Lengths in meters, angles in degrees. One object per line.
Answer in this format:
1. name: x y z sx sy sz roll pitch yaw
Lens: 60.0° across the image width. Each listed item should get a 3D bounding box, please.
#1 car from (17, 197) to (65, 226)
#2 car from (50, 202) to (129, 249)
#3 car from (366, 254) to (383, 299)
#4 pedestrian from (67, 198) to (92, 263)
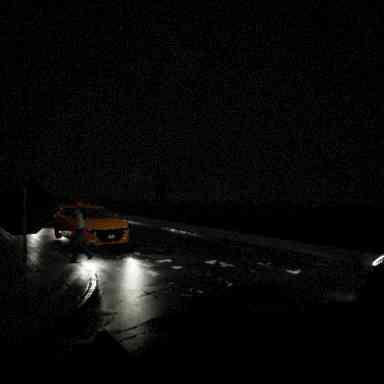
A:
1. car: -9.959 1.177 21.664 1.882 1.535 5.008 1 0 -36
2. car: -4.346 1.300 13.942 1.882 1.535 5.008 1 0 -36
3. car: 5.455 1.357 5.493 2.097 1.767 4.553 1 0 -36
4. pedestrian: -3.118 1.004 9.207 0.375 1.860 0.375 1 -1 -36
